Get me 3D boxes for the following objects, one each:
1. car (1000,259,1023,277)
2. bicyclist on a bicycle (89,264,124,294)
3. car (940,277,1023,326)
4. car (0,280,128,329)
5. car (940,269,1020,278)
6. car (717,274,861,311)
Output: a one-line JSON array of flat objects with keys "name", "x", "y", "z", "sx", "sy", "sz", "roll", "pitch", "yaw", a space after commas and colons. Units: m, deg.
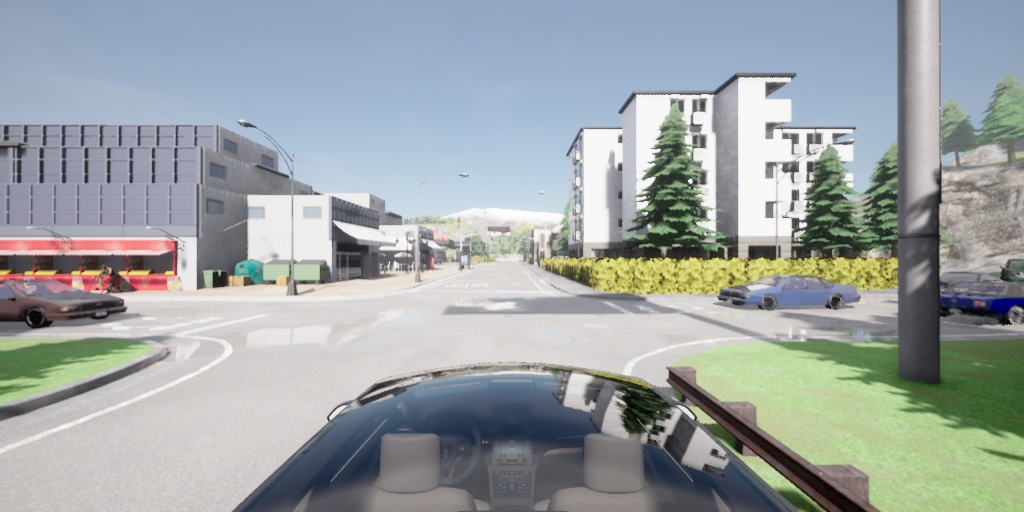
[{"name": "car", "x": 35.063, "y": 1.209, "z": 24.291, "sx": 5.566, "sy": 2.045, "sz": 2.150, "roll": 0, "pitch": 0, "yaw": -38}, {"name": "bicyclist on a bicycle", "x": -21.803, "y": 1.274, "z": 19.320, "sx": 0.582, "sy": 1.620, "sz": 1.656, "roll": 0, "pitch": 0, "yaw": 1}, {"name": "car", "x": 16.976, "y": 1.555, "z": 12.337, "sx": 4.718, "sy": 1.301, "sz": 1.895, "roll": 0, "pitch": 0, "yaw": -10}, {"name": "car", "x": -16.043, "y": 1.500, "z": 11.733, "sx": 5.357, "sy": 1.411, "sz": 2.033, "roll": 0, "pitch": 0, "yaw": 1}, {"name": "car", "x": 22.108, "y": 1.494, "z": 17.565, "sx": 4.674, "sy": 1.442, "sz": 1.812, "roll": 0, "pitch": 0, "yaw": -19}, {"name": "car", "x": 11.841, "y": 1.510, "z": 15.423, "sx": 5.357, "sy": 1.411, "sz": 2.033, "roll": 0, "pitch": 0, "yaw": -6}]
